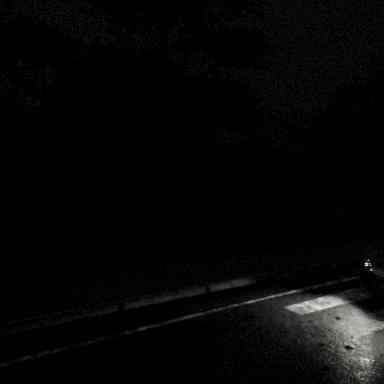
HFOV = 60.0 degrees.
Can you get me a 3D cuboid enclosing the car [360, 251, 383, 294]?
[{"bbox_3d":[5.743,1.467,7.255,4.674,1.442,1.812,0,1,-29],"label":"car"}]
